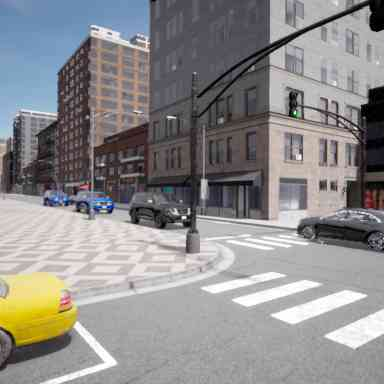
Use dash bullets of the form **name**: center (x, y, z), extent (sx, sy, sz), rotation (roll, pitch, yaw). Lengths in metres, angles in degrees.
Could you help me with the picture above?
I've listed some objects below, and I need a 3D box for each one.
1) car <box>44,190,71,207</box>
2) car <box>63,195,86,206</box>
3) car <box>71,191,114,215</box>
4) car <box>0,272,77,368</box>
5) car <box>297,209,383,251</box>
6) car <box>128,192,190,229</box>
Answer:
- **car**: center (-17.498, 0.811, 42.732), extent (2.150, 2.045, 5.566), rotation (1, 0, -35)
- **car**: center (-16.631, 1.118, 46.890), extent (1.812, 1.442, 4.674), rotation (1, 0, -35)
- **car**: center (-9.111, 0.944, 30.811), extent (2.150, 2.045, 5.566), rotation (1, 0, -35)
- **car**: center (-3.945, 1.525, 3.938), extent (4.829, 1.417, 1.752), rotation (0, 1, -36)
- **car**: center (6.740, 1.451, 13.932), extent (2.128, 1.511, 4.902), rotation (1, 0, -35)
- **car**: center (-2.036, 1.053, 20.803), extent (2.150, 2.045, 5.566), rotation (1, 0, -35)
